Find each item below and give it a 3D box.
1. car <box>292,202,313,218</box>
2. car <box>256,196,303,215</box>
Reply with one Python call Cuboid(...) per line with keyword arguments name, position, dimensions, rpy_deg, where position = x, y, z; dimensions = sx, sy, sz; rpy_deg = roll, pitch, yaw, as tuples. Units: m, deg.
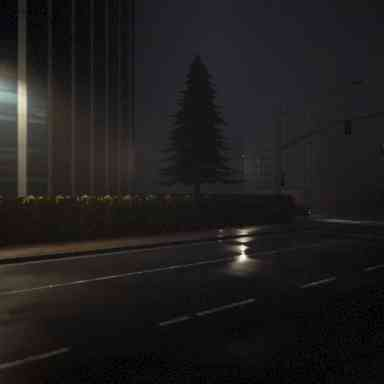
Cuboid(name="car", position=(8.536, 1.491, 30.118), dimensions=(2.128, 1.511, 4.902), rpy_deg=(0, 0, -35))
Cuboid(name="car", position=(9.169, 1.352, 35.309), dimensions=(2.097, 1.767, 4.553), rpy_deg=(0, 0, -35))
